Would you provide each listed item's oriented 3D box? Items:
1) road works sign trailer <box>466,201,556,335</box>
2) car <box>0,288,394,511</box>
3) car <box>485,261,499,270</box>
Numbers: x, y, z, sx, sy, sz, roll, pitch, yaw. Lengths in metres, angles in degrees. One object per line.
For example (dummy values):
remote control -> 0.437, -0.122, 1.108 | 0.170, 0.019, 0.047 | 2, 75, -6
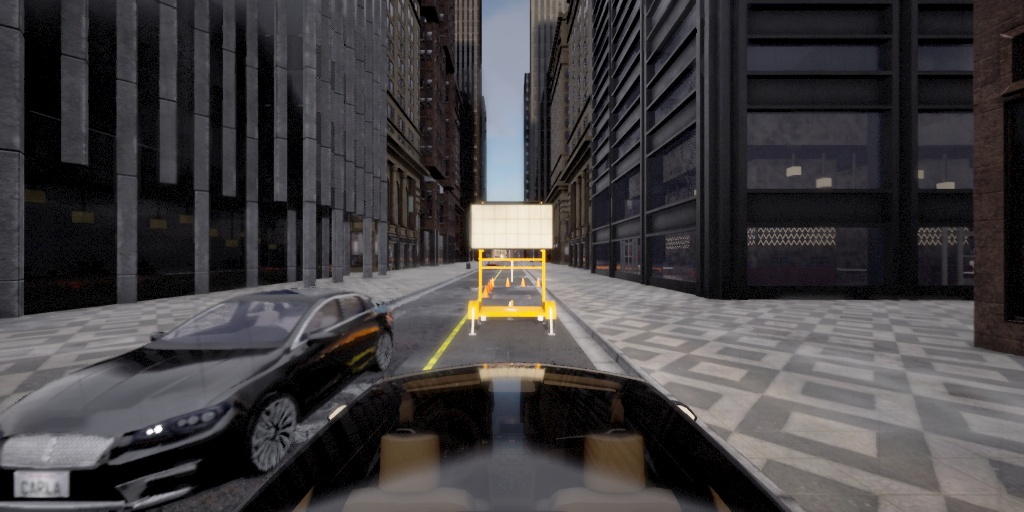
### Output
road works sign trailer -> 0.002, 0.214, 10.470 | 2.380, 3.560, 2.880 | 0, 0, 0
car -> -3.097, 1.241, 4.811 | 2.128, 1.511, 4.902 | 0, 0, 0
car -> -3.009, 1.366, 53.628 | 1.895, 1.301, 4.718 | 0, 0, 0
